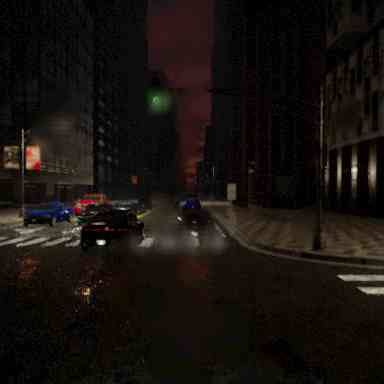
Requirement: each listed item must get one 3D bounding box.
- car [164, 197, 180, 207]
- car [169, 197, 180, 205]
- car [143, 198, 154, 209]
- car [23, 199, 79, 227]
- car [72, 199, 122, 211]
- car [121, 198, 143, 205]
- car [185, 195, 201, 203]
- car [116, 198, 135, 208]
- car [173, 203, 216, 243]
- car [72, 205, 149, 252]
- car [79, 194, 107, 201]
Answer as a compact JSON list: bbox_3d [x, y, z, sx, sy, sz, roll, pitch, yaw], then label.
[{"bbox_3d":[-3.231,1.648,52.301,1.994,1.385,4.181,0,0,0],"label":"car"},{"bbox_3d":[-3.228,1.631,62.303,1.812,1.442,4.674,0,0,0],"label":"car"},{"bbox_3d":[-6.540,1.568,46.953,1.837,1.490,4.892,0,0,0],"label":"car"},{"bbox_3d":[-9.824,1.483,23.113,1.882,1.535,5.008,0,0,-1],"label":"car"},{"bbox_3d":[-6.582,1.520,23.570,1.837,1.490,4.892,0,0,0],"label":"car"},{"bbox_3d":[-6.572,1.528,33.272,2.128,1.511,4.902,0,0,0],"label":"car"},{"bbox_3d":[0.116,1.549,41.250,1.882,1.535,5.008,0,0,0],"label":"car"},{"bbox_3d":[-9.776,1.622,49.217,1.994,1.385,4.181,0,0,0],"label":"car"},{"bbox_3d":[0.109,1.525,16.327,1.837,1.490,4.892,0,0,0],"label":"car"},{"bbox_3d":[-3.139,1.504,13.909,1.837,1.490,4.892,0,0,0],"label":"car"},{"bbox_3d":[-9.817,1.241,33.015,2.150,2.045,5.566,0,1,0],"label":"car"}]
